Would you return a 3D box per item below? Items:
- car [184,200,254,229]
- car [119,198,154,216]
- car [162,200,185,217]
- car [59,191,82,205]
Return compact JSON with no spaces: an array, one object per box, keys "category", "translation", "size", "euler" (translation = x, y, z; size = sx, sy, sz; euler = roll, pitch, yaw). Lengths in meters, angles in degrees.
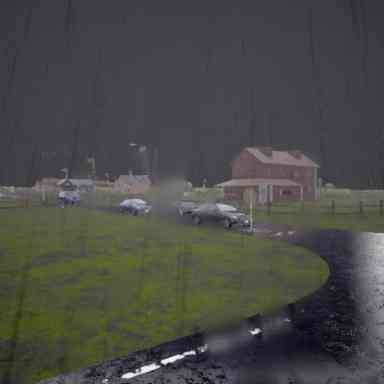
[{"category":"car","translation":[1.770,1.419,21.000],"size":[1.812,1.442,4.674],"euler":[0,0,-36]},{"category":"car","translation":[-5.255,1.338,30.873],"size":[1.812,1.442,4.674],"euler":[0,1,-35]},{"category":"car","translation":[-0.998,1.412,29.788],"size":[1.994,1.385,4.181],"euler":[0,0,-35]},{"category":"car","translation":[-18.118,0.876,49.245],"size":[2.150,2.045,5.566],"euler":[0,0,-35]}]
